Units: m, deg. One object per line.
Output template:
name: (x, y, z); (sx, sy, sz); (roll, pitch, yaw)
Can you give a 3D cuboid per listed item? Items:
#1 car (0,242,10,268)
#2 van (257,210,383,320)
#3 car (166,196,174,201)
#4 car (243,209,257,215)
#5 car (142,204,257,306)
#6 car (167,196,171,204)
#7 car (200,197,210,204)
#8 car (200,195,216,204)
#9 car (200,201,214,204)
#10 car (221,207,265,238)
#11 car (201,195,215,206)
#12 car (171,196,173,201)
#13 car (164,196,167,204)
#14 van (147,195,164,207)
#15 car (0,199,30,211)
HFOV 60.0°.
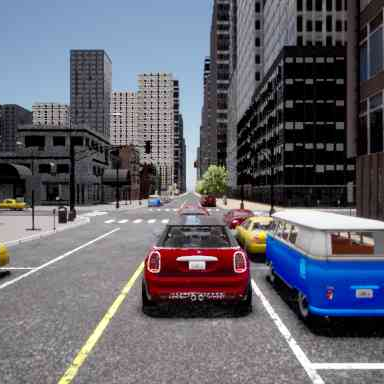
car: (-5.701, 1.525, 6.847); (1.752, 1.417, 4.829); (0, 0, 0)
van: (2.678, 1.341, 7.028); (1.690, 1.788, 3.998); (0, 0, 0)
car: (-5.811, 1.673, 89.227); (1.752, 1.417, 4.829); (0, 0, 0)
car: (2.671, 1.527, 12.863); (1.752, 1.417, 4.829); (0, 0, 0)
car: (0.089, 1.352, 8.168); (2.097, 1.767, 4.553); (0, 0, 0)
car: (-5.782, 1.529, 67.303); (1.967, 1.590, 4.097); (0, 0, 0)
car: (2.599, 1.655, 67.316); (1.947, 1.339, 4.313); (0, 0, 0)
car: (2.620, 1.369, 50.743); (2.192, 1.841, 5.009); (0, 0, 0)
car: (0.077, 1.482, 17.374); (1.882, 1.535, 5.008); (0, 0, 0)
car: (2.663, 1.587, 18.355); (1.802, 1.307, 4.206); (0, 0, 0)
car: (2.612, 1.380, 56.268); (2.192, 1.841, 5.009); (0, 0, 0)
car: (-5.789, 1.653, 72.825); (2.008, 1.369, 4.403); (0, 0, 0)
car: (-5.767, 1.505, 56.254); (1.967, 1.590, 4.097); (0, 0, 0)
van: (-5.760, 1.395, 50.730); (1.690, 1.788, 3.998); (0, 0, 0)
car: (-21.460, 1.469, 38.541); (4.829, 1.417, 1.752); (0, 0, 0)
